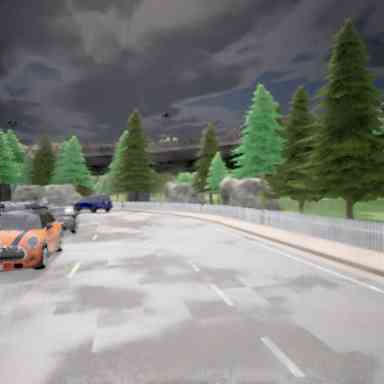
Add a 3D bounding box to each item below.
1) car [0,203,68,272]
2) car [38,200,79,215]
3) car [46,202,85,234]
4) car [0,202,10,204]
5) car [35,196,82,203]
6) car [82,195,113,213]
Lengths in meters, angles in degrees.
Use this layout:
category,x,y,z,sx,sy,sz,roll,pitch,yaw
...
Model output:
category,x,y,z,sx,sy,sz,roll,pitch,yaw
car,-5.691,1.431,11.087,2.097,1.767,4.553,-1,0,-13
car,-15.500,1.709,38.511,4.902,1.511,2.128,-1,0,38
car,-7.816,1.601,19.980,2.128,1.511,4.902,-1,0,-16
car,-13.446,1.691,25.332,1.837,1.490,4.892,-1,0,-29
car,-12.011,1.390,29.611,2.150,2.045,5.566,-1,0,-36
car,-11.856,1.391,40.033,5.566,2.045,2.150,-1,0,41
